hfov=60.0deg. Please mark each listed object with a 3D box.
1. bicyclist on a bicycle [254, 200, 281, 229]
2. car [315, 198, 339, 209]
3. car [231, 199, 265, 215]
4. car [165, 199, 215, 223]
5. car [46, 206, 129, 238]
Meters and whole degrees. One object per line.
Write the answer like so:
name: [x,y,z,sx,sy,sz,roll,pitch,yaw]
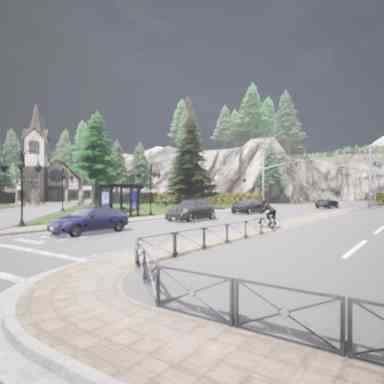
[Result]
bicyclist on a bicycle: [4.305,1.308,19.099,1.656,1.620,0.582,0,0,35]
car: [18.327,1.495,45.036,2.128,1.511,4.902,0,0,42]
car: [5.831,1.477,34.306,1.882,1.535,5.008,0,0,35]
car: [-0.072,1.350,25.889,2.097,1.767,4.553,0,0,35]
car: [-5.509,1.525,18.123,1.812,1.442,4.674,0,0,35]
